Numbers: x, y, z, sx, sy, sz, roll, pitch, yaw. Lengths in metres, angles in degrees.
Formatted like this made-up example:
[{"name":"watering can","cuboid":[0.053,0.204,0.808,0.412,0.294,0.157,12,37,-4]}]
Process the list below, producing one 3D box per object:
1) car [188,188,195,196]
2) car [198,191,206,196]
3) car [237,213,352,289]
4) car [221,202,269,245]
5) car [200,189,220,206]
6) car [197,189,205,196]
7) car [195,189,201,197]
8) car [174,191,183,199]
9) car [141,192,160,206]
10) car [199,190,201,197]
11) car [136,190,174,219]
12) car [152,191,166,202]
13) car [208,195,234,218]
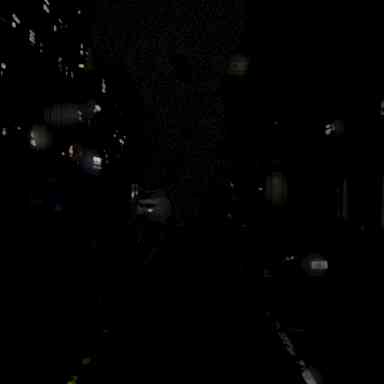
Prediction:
[{"name":"car","cuboid":[0.027,-0.087,92.901,2.150,2.045,5.566,0,1,0]},{"name":"car","cuboid":[2.581,0.455,87.958,1.802,1.307,4.206,-1,1,0]},{"name":"car","cuboid":[2.526,1.450,8.664,1.947,1.339,4.313,-1,1,0]},{"name":"car","cuboid":[2.527,1.356,14.327,1.887,1.381,4.507,-1,1,0]},{"name":"car","cuboid":[2.554,0.760,42.644,2.192,1.841,5.009,-1,1,0]},{"name":"car","cuboid":[2.579,0.118,93.618,2.192,1.841,5.009,-1,1,0]},{"name":"car","cuboid":[2.284,0.388,75.256,2.097,1.767,4.553,0,1,0]},{"name":"car","cuboid":[-2.731,0.654,68.356,2.033,1.411,5.357,0,1,0]},{"name":"car","cuboid":[-5.313,0.882,42.882,1.967,1.590,4.097,-1,1,0]},{"name":"car","cuboid":[2.574,0.741,53.973,1.967,1.590,4.097,-1,1,0]},{"name":"car","cuboid":[-2.846,0.885,25.676,2.150,2.045,5.566,0,1,1]},{"name":"car","cuboid":[-5.310,0.739,54.184,1.967,1.590,4.097,-1,1,0]},{"name":"car","cuboid":[2.530,1.215,25.656,2.008,1.369,4.403,-1,1,0]}]
